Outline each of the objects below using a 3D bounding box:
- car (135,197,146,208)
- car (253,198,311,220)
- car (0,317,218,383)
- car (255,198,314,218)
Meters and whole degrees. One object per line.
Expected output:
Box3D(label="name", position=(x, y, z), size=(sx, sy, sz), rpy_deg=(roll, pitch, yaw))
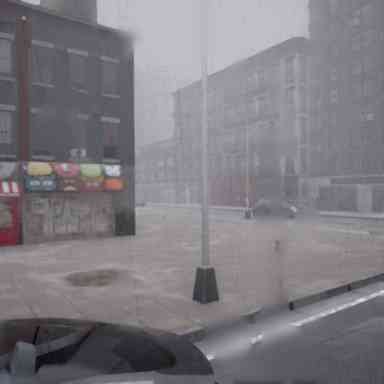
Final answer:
Box3D(label="car", position=(-8.381, 1.488, 48.179), size=(1.837, 1.490, 4.892), rpy_deg=(-1, 0, -35))
Box3D(label="car", position=(7.037, 1.258, 26.349), size=(2.097, 1.767, 4.553), rpy_deg=(-1, 0, -35))
Box3D(label="car", position=(-1.744, 1.570, 1.570), size=(4.313, 1.339, 1.947), rpy_deg=(0, 0, -35))
Box3D(label="car", position=(8.193, 1.362, 29.858), size=(1.882, 1.535, 5.008), rpy_deg=(-1, 0, -36))
